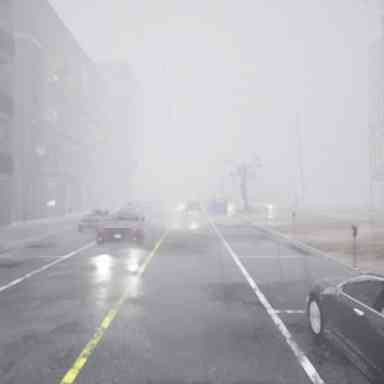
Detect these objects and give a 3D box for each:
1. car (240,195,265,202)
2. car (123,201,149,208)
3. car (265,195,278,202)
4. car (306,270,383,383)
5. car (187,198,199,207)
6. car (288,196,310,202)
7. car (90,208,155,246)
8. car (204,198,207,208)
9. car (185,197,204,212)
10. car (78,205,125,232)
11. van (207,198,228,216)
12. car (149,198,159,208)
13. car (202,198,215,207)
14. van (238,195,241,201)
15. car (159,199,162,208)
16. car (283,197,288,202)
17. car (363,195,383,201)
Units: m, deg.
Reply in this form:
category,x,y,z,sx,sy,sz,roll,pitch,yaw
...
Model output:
category,x,y,z,sx,sy,sz,roll,pitch,yaw
car,13.810,1.793,76.121,4.206,1.307,1.802,0,-1,0
car,-5.637,1.601,31.669,1.967,1.590,4.097,1,0,0
car,19.409,1.648,84.456,5.009,1.841,2.192,0,-1,0
car,2.707,1.571,3.807,2.008,1.369,4.403,1,0,0
car,0.181,1.787,57.953,2.128,1.511,4.902,0,0,0
car,24.864,1.565,76.029,4.097,1.590,1.967,0,-1,0
car,-3.056,1.644,15.660,1.994,1.385,4.181,0,0,0
car,2.846,1.766,43.505,1.887,1.381,4.507,1,0,0
car,0.163,1.694,42.597,1.882,1.535,5.008,0,0,0
car,-5.650,1.687,20.529,1.802,1.307,4.206,1,0,0
van,2.781,1.519,35.045,1.690,1.788,3.998,1,0,0
car,-5.698,1.800,42.807,1.802,1.307,4.206,1,0,0
car,2.914,1.855,59.505,2.008,1.369,4.403,1,0,0
van,13.882,1.717,84.503,3.998,1.788,1.690,0,-1,0
car,-5.734,1.704,51.712,1.967,1.590,4.097,1,0,0
car,24.939,1.835,84.406,4.507,1.381,1.887,0,-1,0
car,41.446,1.439,75.887,4.097,1.590,1.967,0,-1,0
